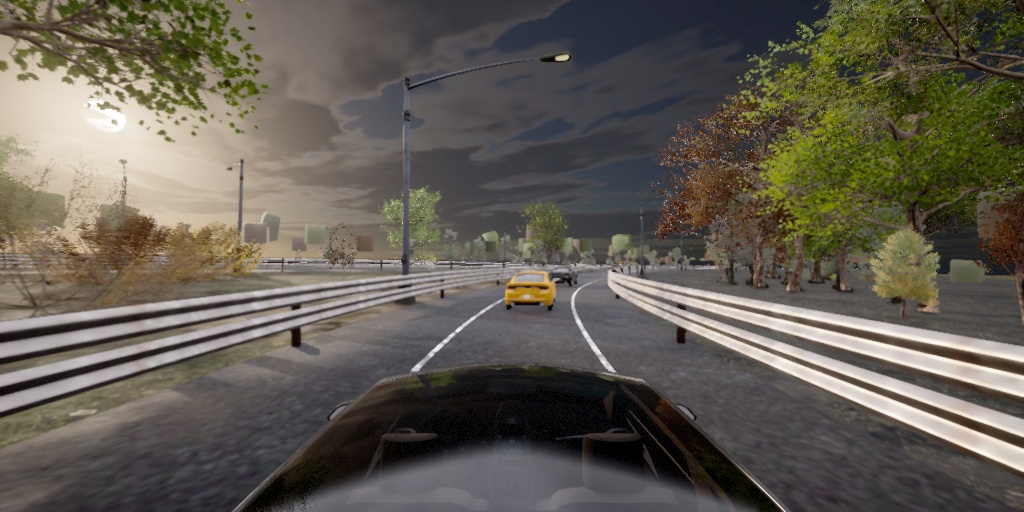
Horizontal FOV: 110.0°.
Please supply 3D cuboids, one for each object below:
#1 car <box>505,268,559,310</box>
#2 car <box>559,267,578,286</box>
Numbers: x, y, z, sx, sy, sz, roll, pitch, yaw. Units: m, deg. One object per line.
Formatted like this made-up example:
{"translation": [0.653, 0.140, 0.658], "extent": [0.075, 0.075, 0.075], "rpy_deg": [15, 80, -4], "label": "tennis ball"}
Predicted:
{"translation": [0.953, 1.410, 15.952], "extent": [1.882, 1.535, 5.008], "rpy_deg": [0, -1, 9], "label": "car"}
{"translation": [4.386, 1.681, 30.234], "extent": [1.882, 1.535, 5.008], "rpy_deg": [0, -1, 18], "label": "car"}
